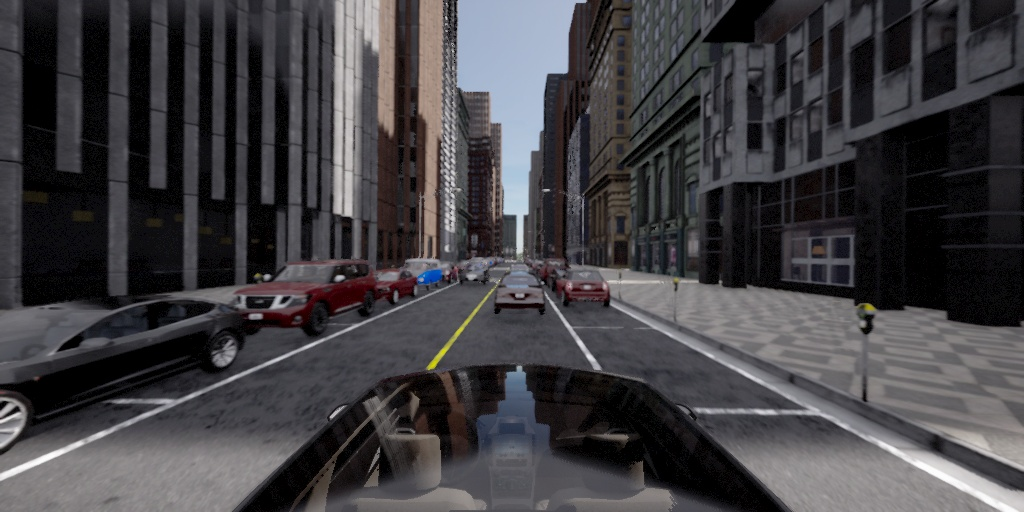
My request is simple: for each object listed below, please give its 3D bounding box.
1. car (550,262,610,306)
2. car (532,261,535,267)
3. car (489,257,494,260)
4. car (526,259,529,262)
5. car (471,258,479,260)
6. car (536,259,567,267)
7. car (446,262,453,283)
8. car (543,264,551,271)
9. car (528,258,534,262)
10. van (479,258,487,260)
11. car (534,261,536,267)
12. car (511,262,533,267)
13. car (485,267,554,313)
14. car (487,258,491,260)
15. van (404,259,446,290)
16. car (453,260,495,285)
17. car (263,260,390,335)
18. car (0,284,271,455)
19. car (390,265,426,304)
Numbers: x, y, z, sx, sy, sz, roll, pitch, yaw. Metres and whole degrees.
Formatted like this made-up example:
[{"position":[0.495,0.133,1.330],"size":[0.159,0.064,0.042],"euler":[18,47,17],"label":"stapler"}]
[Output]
[{"position":[2.989,1.245,15.961],"size":[1.967,1.591,4.097],"euler":[0,0,1],"label":"car"},{"position":[3.426,1.418,38.503],"size":[1.948,1.339,4.313],"euler":[0,0,1],"label":"car"},{"position":[-4.660,1.374,61.201],"size":[2.007,1.370,4.403],"euler":[0,0,1],"label":"car"},{"position":[3.863,1.469,61.043],"size":[1.948,1.339,4.313],"euler":[0,0,1],"label":"car"},{"position":[-5.097,1.213,38.660],"size":[1.967,1.591,4.097],"euler":[0,0,1],"label":"car"},{"position":[3.208,1.144,27.233],"size":[2.192,1.841,5.009],"euler":[0,0,1],"label":"car"},{"position":[-5.315,1.189,27.389],"size":[1.967,1.591,4.097],"euler":[0,0,1],"label":"car"},{"position":[3.099,1.383,21.597],"size":[1.948,1.339,4.313],"euler":[0,0,1],"label":"car"},{"position":[3.645,1.317,49.773],"size":[1.967,1.591,4.097],"euler":[0,0,1],"label":"car"},{"position":[-4.878,1.138,49.931],"size":[1.690,1.789,3.998],"euler":[0,0,1],"label":"van"},{"position":[3.317,1.386,32.868],"size":[1.888,1.381,4.507],"euler":[0,0,1],"label":"car"},{"position":[0.635,1.414,31.560],"size":[1.895,1.301,4.718],"euler":[1,0,1],"label":"car"},{"position":[0.296,1.324,14.056],"size":[2.033,1.411,5.357],"euler":[1,0,1],"label":"car"},{"position":[-4.773,1.335,55.397],"size":[1.751,1.417,4.829],"euler":[0,0,1],"label":"car"},{"position":[-5.425,1.078,21.753],"size":[1.690,1.789,3.998],"euler":[0,0,1],"label":"van"},{"position":[-2.653,1.264,26.353],"size":[2.128,1.511,4.902],"euler":[1,0,1],"label":"car"},{"position":[-5.643,1.029,10.481],"size":[2.192,1.841,5.009],"euler":[0,0,1],"label":"car"},{"position":[-5.752,1.268,4.846],"size":[1.948,1.339,4.313],"euler":[0,0,1],"label":"car"},{"position":[-5.534,1.271,16.117],"size":[1.888,1.381,4.507],"euler":[0,0,1],"label":"car"}]
